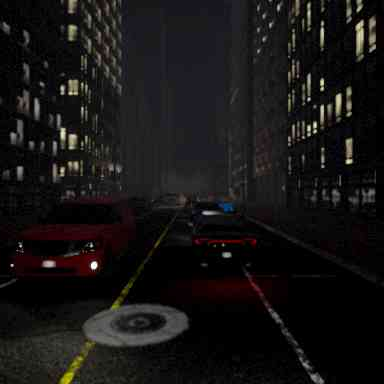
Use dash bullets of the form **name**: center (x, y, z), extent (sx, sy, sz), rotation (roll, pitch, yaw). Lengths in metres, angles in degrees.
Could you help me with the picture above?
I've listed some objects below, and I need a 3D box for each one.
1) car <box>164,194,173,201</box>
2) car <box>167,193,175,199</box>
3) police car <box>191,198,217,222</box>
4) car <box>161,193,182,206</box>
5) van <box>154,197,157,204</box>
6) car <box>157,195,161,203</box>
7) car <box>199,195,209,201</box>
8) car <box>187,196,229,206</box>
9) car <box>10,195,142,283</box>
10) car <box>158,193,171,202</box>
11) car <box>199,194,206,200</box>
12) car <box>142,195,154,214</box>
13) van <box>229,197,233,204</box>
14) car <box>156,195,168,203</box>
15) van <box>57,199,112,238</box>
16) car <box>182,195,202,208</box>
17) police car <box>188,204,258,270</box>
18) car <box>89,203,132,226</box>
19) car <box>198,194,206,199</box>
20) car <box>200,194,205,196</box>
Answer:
- **car**: center (-5.685, 1.210, 80.627), extent (1.967, 1.590, 4.097), rotation (0, 0, 0)
- **car**: center (-5.686, 1.158, 91.999), extent (1.967, 1.590, 4.097), rotation (0, 0, 0)
- **police car**: center (0.899, 1.376, 27.152), extent (1.930, 1.638, 5.238), rotation (0, 0, 0)
- **car**: center (-3.088, 1.102, 51.511), extent (2.150, 2.045, 5.566), rotation (0, 0, 0)
- **van**: center (-5.685, 1.255, 40.826), extent (1.690, 1.788, 3.998), rotation (0, 0, 0)
- **car**: center (-5.687, 1.441, 57.885), extent (1.802, 1.307, 4.206), rotation (0, 0, 0)
- **car**: center (2.694, 1.361, 74.931), extent (1.947, 1.339, 4.313), rotation (0, 0, 0)
- **car**: center (0.899, 1.315, 21.012), extent (2.097, 1.767, 4.553), rotation (0, 0, 0)
- **car**: center (-3.101, 1.206, 9.982), extent (2.150, 2.045, 5.566), rotation (0, 0, 0)
- **car**: center (-5.685, 1.133, 69.254), extent (2.192, 1.841, 5.009), rotation (0, 0, 0)
- **car**: center (2.694, 1.327, 86.301), extent (1.802, 1.307, 4.206), rotation (0, 0, 0)
- **car**: center (-5.685, 1.245, 35.140), extent (2.192, 1.841, 5.009), rotation (0, 0, 0)
- **van**: center (2.695, 1.286, 29.449), extent (1.690, 1.788, 3.998), rotation (0, 0, 0)
- **car**: center (-5.687, 1.384, 63.570), extent (1.887, 1.381, 4.507), rotation (0, 0, 0)
- **van**: center (-5.685, 1.311, 18.082), extent (1.690, 1.788, 3.998), rotation (0, 0, 0)
- **car**: center (0.005, 1.460, 46.838), extent (1.994, 1.385, 4.181), rotation (0, 0, 0)
- **police car**: center (0.900, 1.408, 11.152), extent (1.930, 1.638, 5.238), rotation (0, 0, 0)
- **car**: center (-5.687, 1.524, 23.768), extent (1.947, 1.339, 4.313), rotation (0, 0, 0)
- **car**: center (2.694, 1.263, 91.987), extent (1.887, 1.381, 4.507), rotation (0, 0, 0)
- **car**: center (2.694, 1.342, 69.415), extent (1.752, 1.417, 4.829), rotation (0, 0, 0)
